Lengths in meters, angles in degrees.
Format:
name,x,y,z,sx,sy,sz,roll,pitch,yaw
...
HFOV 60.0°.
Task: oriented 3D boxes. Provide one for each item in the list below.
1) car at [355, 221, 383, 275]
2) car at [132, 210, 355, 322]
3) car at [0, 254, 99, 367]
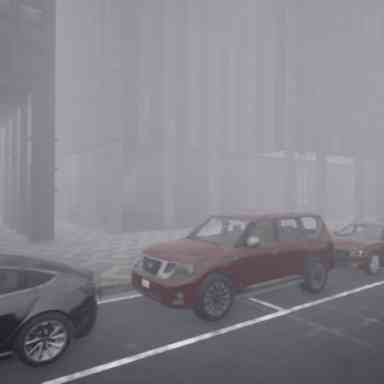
name,x,y,z,sx,sy,sz,roll,pitch,yaw
car,5.797,1.652,10.785,4.507,1.381,1.887,1,-1,-35
car,1.209,1.367,7.514,5.009,1.841,2.192,1,-1,-35
car,-3.382,1.562,4.240,4.313,1.339,1.947,1,-1,-35
